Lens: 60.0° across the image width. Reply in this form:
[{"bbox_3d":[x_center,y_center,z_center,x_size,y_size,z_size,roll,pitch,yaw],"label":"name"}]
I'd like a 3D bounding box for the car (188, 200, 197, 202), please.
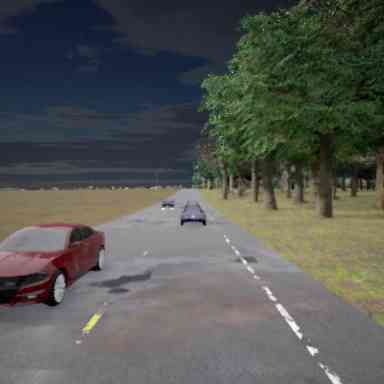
[{"bbox_3d":[0.080,1.744,42.426,1.994,1.385,4.181,0,0,0],"label":"car"}]

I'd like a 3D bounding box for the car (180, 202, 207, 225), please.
[{"bbox_3d":[0.086,1.725,25.755,1.994,1.385,4.181,0,0,0],"label":"car"}]

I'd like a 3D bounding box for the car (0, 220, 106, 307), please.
[{"bbox_3d":[-3.596,1.541,8.383,1.882,1.535,5.008,0,0,0],"label":"car"}]

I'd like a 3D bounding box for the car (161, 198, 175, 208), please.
[{"bbox_3d":[-3.585,1.683,50.868,2.033,1.411,5.357,0,0,1],"label":"car"}]
